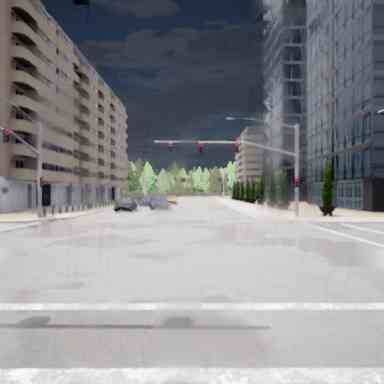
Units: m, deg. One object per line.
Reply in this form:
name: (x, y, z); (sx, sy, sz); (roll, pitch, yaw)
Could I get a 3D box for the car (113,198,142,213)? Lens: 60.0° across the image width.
car: (-7.397, 1.536, 37.567); (2.033, 1.411, 5.357); (0, 0, 0)

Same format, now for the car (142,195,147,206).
car: (-7.115, 1.336, 52.519); (2.097, 1.767, 4.553); (0, 0, 2)

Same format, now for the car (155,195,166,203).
car: (-6.870, 1.479, 72.854); (1.837, 1.490, 4.892); (0, 0, 1)

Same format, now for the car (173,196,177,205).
car: (-3.624, 1.460, 58.589); (1.882, 1.535, 5.008); (0, 0, 1)

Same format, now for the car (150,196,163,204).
car: (-6.975, 1.545, 66.078); (1.994, 1.385, 4.181); (0, 0, 1)

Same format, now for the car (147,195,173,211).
car: (-3.867, 1.340, 40.499); (2.097, 1.767, 4.553); (0, 0, 0)
